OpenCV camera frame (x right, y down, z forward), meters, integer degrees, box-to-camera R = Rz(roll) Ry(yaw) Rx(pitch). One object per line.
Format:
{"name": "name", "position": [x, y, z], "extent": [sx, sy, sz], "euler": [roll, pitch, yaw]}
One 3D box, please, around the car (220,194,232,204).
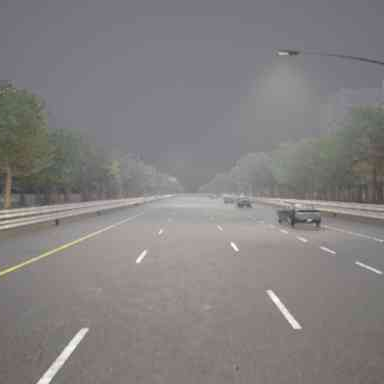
{"name": "car", "position": [7.051, 1.546, 64.175], "extent": [2.128, 1.511, 4.902], "euler": [0, 0, 0]}

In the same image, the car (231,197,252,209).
{"name": "car", "position": [7.005, 1.579, 45.848], "extent": [1.837, 1.490, 4.892], "euler": [0, 0, 0]}

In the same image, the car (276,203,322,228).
{"name": "car", "position": [6.995, 1.498, 22.223], "extent": [2.128, 1.511, 4.902], "euler": [0, 0, 0]}
